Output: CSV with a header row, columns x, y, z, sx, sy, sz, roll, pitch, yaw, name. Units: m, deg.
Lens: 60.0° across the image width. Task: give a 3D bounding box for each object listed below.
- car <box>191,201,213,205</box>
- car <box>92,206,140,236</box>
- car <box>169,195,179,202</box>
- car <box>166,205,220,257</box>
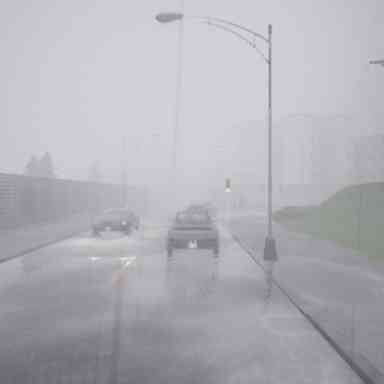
x,y,z,sx,sy,sz,roll,pitch,yaw,name
0.915,1.496,27.845,1.837,1.490,4.892,-1,0,15,car
-4.045,1.519,18.451,1.812,1.442,4.674,0,0,1,car
-3.991,1.474,74.313,1.837,1.490,4.892,0,0,0,car
0.045,1.488,12.969,2.128,1.511,4.902,0,0,1,car
